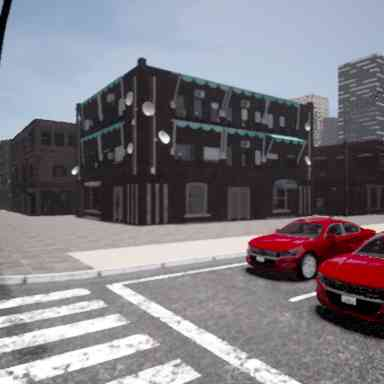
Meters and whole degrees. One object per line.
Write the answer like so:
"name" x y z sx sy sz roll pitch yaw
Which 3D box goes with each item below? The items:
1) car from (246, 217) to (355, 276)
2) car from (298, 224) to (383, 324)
"car" 3.885 1.570 10.461 5.008 1.535 1.882 1 0 -36
"car" 4.655 1.556 7.013 5.008 1.535 1.882 1 0 -36
